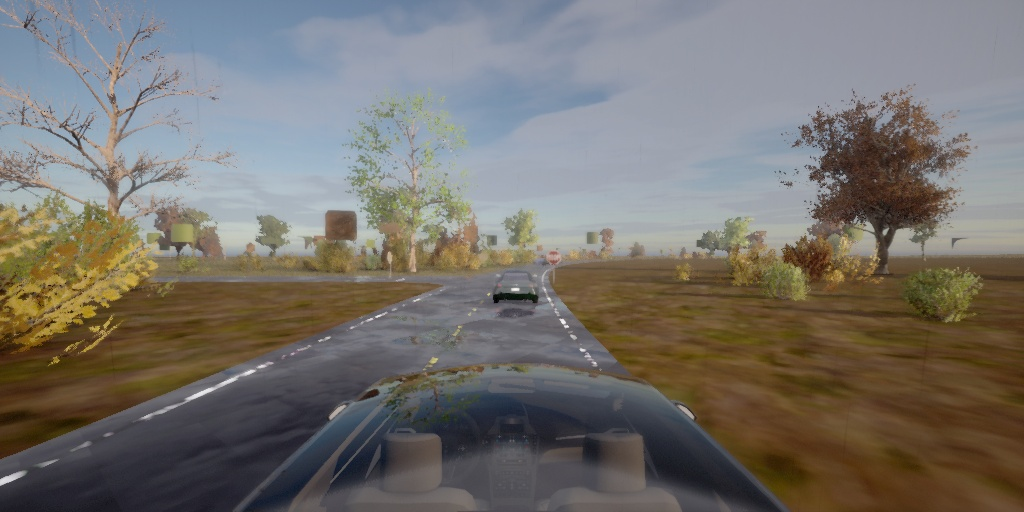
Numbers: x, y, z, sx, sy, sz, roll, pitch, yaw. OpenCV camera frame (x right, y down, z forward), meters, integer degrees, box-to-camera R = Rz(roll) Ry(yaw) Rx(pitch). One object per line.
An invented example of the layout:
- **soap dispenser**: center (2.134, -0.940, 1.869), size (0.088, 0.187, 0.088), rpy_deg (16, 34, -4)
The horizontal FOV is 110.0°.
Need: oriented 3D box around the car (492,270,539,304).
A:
- **car**: center (0.211, 1.322, 16.440), size (1.994, 1.385, 4.181), rpy_deg (0, 0, 2)
